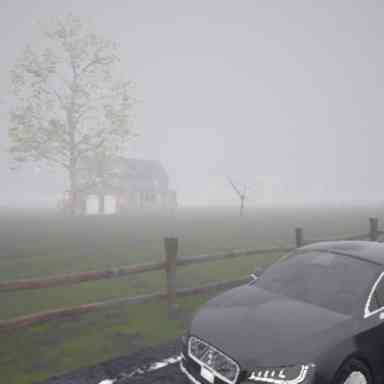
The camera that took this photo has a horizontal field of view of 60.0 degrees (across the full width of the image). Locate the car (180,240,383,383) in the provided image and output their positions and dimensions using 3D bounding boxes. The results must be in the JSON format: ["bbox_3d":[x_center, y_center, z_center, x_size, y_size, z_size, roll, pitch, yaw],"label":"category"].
[{"bbox_3d":[2.124,1.507,4.581,4.892,1.490,1.837,0,0,-35],"label":"car"}]
